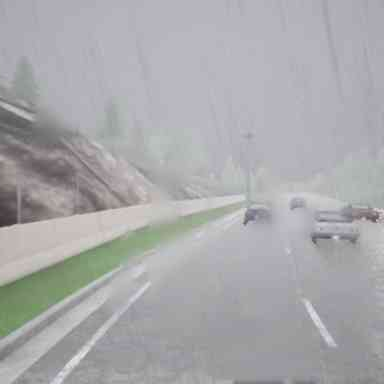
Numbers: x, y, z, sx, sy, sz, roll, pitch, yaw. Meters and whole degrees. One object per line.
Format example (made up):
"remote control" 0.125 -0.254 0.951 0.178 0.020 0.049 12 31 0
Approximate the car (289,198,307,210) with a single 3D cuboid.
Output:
"car" 12.604 1.397 39.658 2.033 1.411 5.357 0 0 15

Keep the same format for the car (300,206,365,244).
"car" 6.406 1.550 15.722 1.895 1.301 4.718 0 0 14

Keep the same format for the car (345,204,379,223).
"car" 12.411 1.535 25.084 1.895 1.301 4.718 0 0 15

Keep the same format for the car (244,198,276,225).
"car" 4.657 1.420 23.031 1.812 1.442 4.674 0 0 14

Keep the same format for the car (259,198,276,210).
"car" 9.224 1.422 40.562 1.895 1.301 4.718 0 0 15
